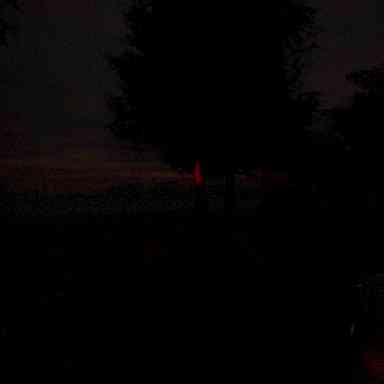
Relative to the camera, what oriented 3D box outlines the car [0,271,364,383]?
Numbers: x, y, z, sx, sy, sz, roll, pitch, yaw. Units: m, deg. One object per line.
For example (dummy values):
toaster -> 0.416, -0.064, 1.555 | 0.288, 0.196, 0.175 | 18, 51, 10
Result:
car -> -0.600, 1.548, 2.949 | 5.357, 1.411, 2.033 | 0, 0, -35
